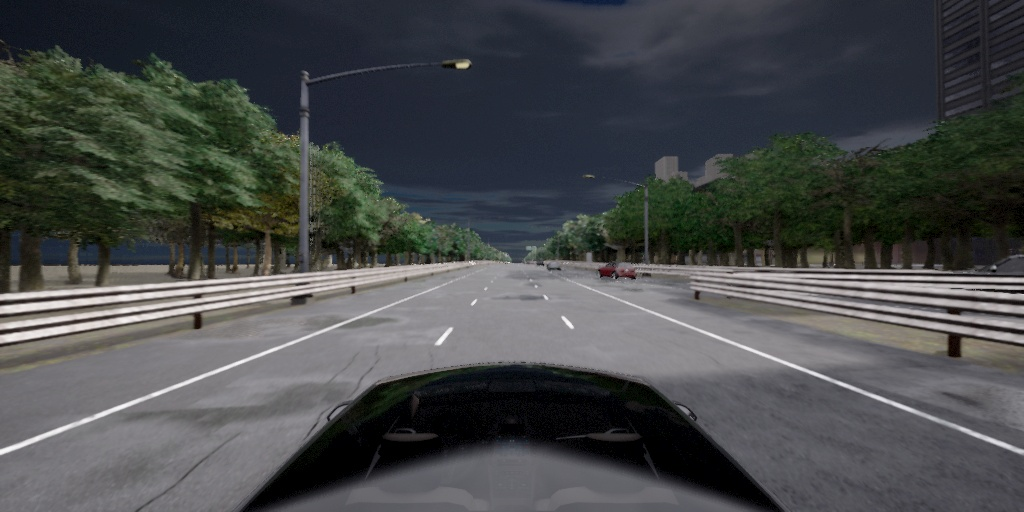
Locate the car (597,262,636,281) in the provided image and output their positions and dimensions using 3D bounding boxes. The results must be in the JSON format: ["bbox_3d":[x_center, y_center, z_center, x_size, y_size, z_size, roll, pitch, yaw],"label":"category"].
[{"bbox_3d":[10.043,1.350,34.809,2.097,1.767,4.553,0,0,-13],"label":"car"}]

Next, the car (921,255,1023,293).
[{"bbox_3d":[18.452,0.904,12.447,2.150,2.045,5.566,0,-2,-26],"label":"car"}]

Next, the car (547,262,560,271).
[{"bbox_3d":[6.856,1.693,59.353,1.994,1.385,4.181,0,0,1],"label":"car"}]
